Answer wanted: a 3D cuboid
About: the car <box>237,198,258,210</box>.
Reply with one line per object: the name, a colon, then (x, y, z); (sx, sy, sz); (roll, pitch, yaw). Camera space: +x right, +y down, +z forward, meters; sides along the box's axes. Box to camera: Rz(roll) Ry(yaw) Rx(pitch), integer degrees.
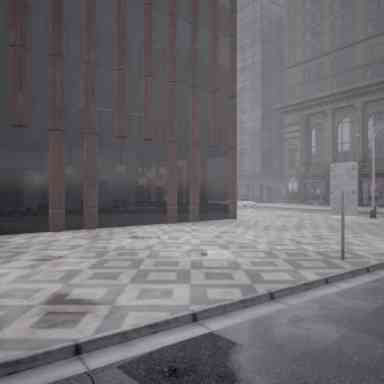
car: (6.159, 1.427, 41.665); (1.812, 1.442, 4.674); (0, 0, -36)
